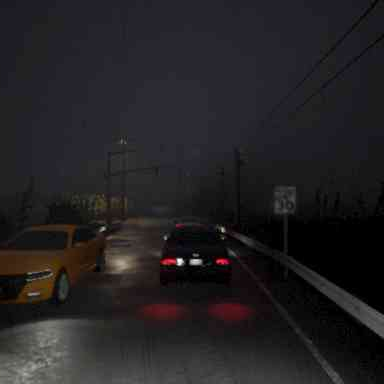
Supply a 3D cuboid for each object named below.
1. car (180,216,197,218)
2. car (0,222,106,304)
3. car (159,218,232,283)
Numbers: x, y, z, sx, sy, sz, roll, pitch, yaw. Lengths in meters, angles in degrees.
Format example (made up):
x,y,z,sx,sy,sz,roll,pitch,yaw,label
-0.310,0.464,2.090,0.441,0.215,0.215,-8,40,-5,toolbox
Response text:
x,y,z,sx,sy,sz,roll,pitch,yaw,label
-0.224,2.342,22.258,1.812,1.442,4.674,0,-4,-1,car
-3.617,1.595,8.569,1.882,1.535,5.008,0,-2,0,car
0.074,1.708,10.012,2.033,1.411,5.357,0,-2,0,car
